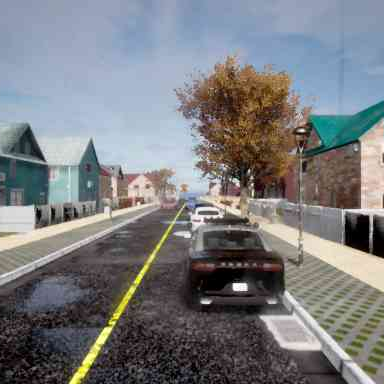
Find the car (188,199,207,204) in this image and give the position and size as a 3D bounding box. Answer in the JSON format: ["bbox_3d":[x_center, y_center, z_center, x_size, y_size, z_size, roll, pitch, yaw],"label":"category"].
[{"bbox_3d":[0.821,1.517,24.179,1.837,1.490,4.892,0,0,0],"label":"car"}]

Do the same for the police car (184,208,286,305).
[{"bbox_3d":[0.824,1.428,8.288,1.930,1.638,5.238,0,0,0],"label":"police car"}]

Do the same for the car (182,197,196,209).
[{"bbox_3d":[0.022,1.648,46.038,2.033,1.411,5.357,0,0,0],"label":"car"}]

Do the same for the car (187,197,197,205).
[{"bbox_3d":[-0.009,1.676,63.090,1.882,1.535,5.008,0,0,0],"label":"car"}]

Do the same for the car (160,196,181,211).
[{"bbox_3d":[-2.855,1.433,42.700,2.097,1.767,4.553,0,0,0],"label":"car"}]

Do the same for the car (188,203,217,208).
[{"bbox_3d":[0.822,1.534,18.179,1.812,1.442,4.674,0,0,0],"label":"car"}]
